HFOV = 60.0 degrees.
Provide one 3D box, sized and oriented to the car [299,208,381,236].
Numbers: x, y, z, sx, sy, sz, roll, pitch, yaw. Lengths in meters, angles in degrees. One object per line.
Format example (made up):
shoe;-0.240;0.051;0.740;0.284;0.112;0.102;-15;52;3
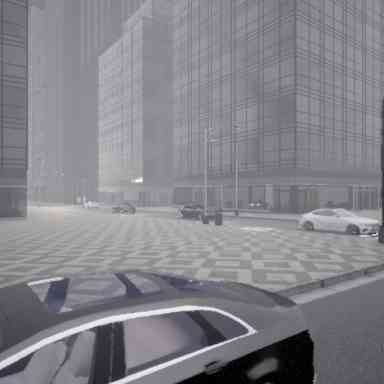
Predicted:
car;8.384;1.670;19.230;1.812;1.442;4.674;0;-1;-31

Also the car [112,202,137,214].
car;-8.977;2.111;43.639;1.837;1.490;4.892;0;-1;-36

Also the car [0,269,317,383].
car;-1.098;1.492;2.522;4.902;1.511;2.128;0;0;-35

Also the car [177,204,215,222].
car;0.501;1.861;30.529;1.837;1.490;4.892;0;-1;-36

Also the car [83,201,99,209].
car;-19.182;2.476;63.100;1.812;1.442;4.674;0;-1;-36
